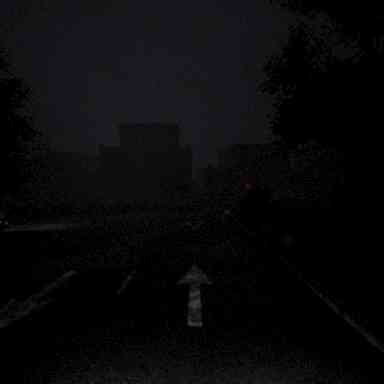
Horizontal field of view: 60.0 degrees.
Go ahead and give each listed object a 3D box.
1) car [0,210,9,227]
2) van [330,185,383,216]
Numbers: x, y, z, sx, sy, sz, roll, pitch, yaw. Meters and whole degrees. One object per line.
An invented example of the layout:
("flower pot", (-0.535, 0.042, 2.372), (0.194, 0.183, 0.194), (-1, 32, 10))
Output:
("car", (-12.603, 1.219, 18.114), (4.553, 1.767, 2.097), (-1, 2, -19))
("van", (11.177, 0.491, 23.061), (1.878, 1.987, 4.442), (-3, 2, 2))
